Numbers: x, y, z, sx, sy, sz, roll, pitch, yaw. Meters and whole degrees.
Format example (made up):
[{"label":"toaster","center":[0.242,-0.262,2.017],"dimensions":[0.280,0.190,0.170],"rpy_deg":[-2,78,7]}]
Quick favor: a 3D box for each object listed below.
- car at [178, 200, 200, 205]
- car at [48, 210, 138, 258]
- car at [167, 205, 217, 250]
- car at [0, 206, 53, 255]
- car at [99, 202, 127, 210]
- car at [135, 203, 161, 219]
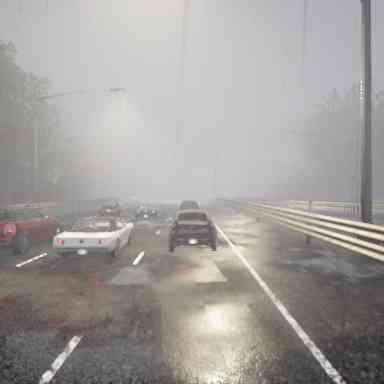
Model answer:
[{"label":"car","center":[-0.263,1.482,31.611],"dimensions":[1.882,1.535,5.008],"rpy_deg":[0,0,-1]},{"label":"car","center":[-3.472,1.598,12.704],"dimensions":[1.895,1.301,4.718],"rpy_deg":[0,0,-1]},{"label":"car","center":[0.012,1.501,14.224],"dimensions":[1.837,1.490,4.892],"rpy_deg":[0,0,-1]},{"label":"car","center":[-6.981,1.350,13.380],"dimensions":[2.097,1.767,4.553],"rpy_deg":[0,0,0]},{"label":"car","center":[-7.247,1.570,30.741],"dimensions":[1.994,1.385,4.181],"rpy_deg":[0,0,-1]},{"label":"car","center":[-3.699,1.604,28.591],"dimensions":[1.895,1.301,4.718],"rpy_deg":[0,0,-1]}]
